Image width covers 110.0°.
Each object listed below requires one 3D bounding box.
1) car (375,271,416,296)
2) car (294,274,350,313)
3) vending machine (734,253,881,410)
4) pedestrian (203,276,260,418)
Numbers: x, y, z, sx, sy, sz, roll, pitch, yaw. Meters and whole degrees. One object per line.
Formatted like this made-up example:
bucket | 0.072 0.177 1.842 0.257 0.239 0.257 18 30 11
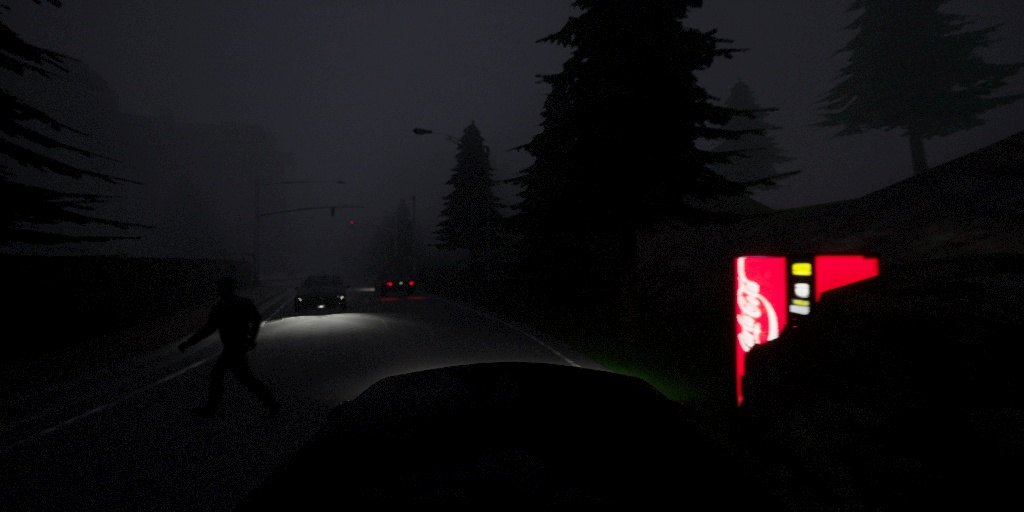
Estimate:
car | -7.252 1.598 22.044 2.033 1.411 5.357 0 -1 -27
car | -8.200 1.520 15.647 2.033 1.411 5.357 0 -1 -26
vending machine | 3.398 0.961 4.209 1.100 2.100 0.880 0 0 -7
pedestrian | -3.487 1.097 4.475 0.375 1.860 0.375 0 -1 -10
